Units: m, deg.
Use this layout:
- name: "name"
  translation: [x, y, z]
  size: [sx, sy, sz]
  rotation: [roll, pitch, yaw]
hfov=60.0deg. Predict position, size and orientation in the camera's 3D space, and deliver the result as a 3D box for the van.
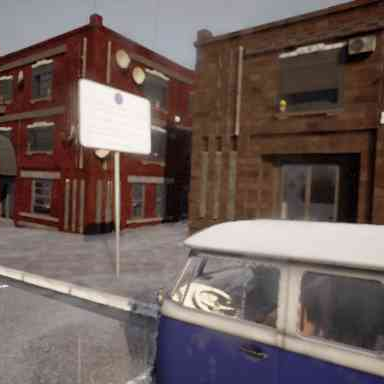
- name: "van"
  translation: [1.608, 1.254, 2.383]
  size: [4.442, 1.987, 1.878]
  rotation: [0, 0, 35]
